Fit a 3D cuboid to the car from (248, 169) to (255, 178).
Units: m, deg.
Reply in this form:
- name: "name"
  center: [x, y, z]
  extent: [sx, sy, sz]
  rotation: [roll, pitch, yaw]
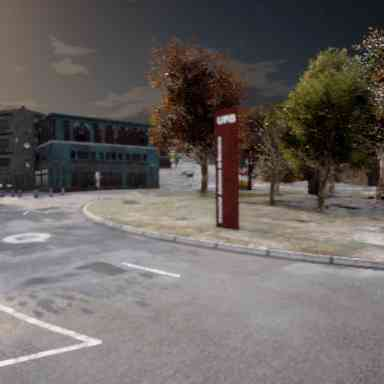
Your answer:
- name: "car"
  center: [19.310, -4.780, 92.074]
  extent: [5.566, 2.045, 2.435]
  rotation: [-2, 7, -24]

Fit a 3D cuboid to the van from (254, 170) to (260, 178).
- name: "van"
  center: [19.675, -4.416, 89.127]
  extent: [4.442, 1.987, 1.878]
  rotation: [-2, 7, -24]
